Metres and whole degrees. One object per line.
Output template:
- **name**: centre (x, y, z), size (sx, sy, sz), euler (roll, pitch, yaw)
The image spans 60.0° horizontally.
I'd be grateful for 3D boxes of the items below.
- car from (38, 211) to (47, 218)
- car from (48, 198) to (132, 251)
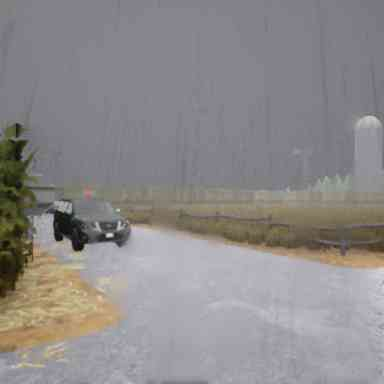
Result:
- **car**: centre (-15.348, 1.659, 31.052), size (2.033, 1.411, 5.357), euler (1, 0, -33)
- **car**: centre (-4.685, 1.319, 15.052), size (2.150, 2.045, 5.566), euler (1, -1, -34)
